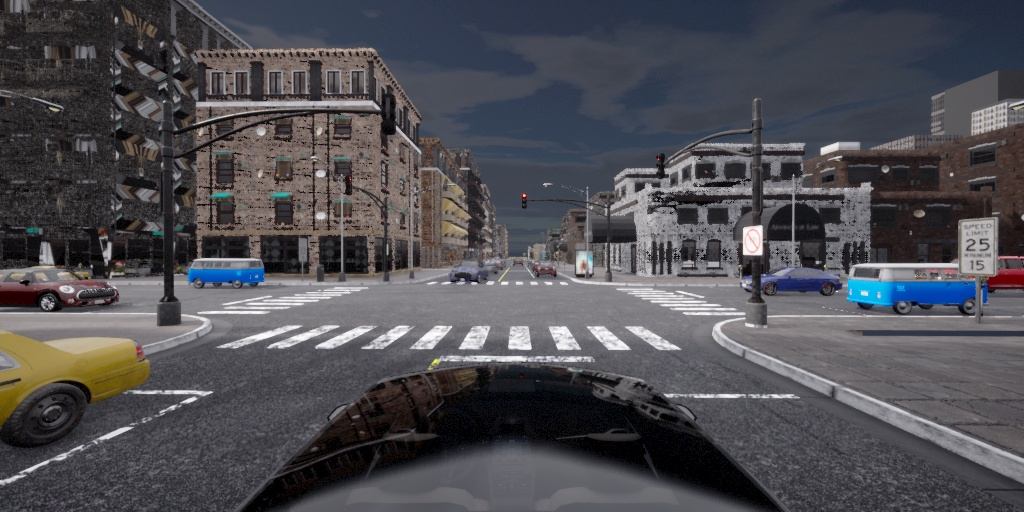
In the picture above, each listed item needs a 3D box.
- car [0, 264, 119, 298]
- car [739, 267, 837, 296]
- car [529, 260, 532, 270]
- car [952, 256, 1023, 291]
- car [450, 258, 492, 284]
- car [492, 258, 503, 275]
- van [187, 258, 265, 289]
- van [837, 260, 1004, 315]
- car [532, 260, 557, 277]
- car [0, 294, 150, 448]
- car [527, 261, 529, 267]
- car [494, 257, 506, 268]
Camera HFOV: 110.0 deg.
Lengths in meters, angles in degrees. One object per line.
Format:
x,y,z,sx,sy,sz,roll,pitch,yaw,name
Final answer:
-17.526,1.190,13.523,4.097,1.591,1.967,0,0,1,car
14.691,1.298,18.993,4.674,1.442,1.812,0,0,2,car
3.454,1.347,46.503,1.802,1.307,4.207,0,0,1,car
24.724,1.022,18.896,5.566,2.045,2.150,0,0,0,car
-3.138,1.092,27.089,2.097,1.767,4.553,0,0,7,car
-2.463,1.248,39.052,2.128,1.511,4.902,0,0,1,car
-17.426,1.030,21.903,3.998,1.789,1.690,0,0,1,van
14.851,1.156,13.208,3.998,1.789,1.690,0,0,1,van
3.259,1.195,35.111,1.967,1.591,4.097,0,0,1,car
-5.680,1.275,2.623,1.751,1.417,4.829,0,0,1,car
3.552,1.321,52.199,2.007,1.370,4.403,0,0,1,car
-2.257,1.295,50.923,1.812,1.442,4.674,0,0,1,car
